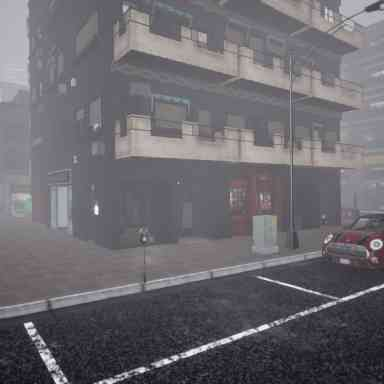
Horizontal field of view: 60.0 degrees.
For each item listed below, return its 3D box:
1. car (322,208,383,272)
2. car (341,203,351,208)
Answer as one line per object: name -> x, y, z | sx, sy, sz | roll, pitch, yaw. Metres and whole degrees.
car -> 5.938, 1.437, 10.582 | 4.097, 1.590, 1.967 | 0, -1, -36
car -> 12.976, 1.589, 30.285 | 1.994, 1.385, 4.181 | -1, 1, -36
